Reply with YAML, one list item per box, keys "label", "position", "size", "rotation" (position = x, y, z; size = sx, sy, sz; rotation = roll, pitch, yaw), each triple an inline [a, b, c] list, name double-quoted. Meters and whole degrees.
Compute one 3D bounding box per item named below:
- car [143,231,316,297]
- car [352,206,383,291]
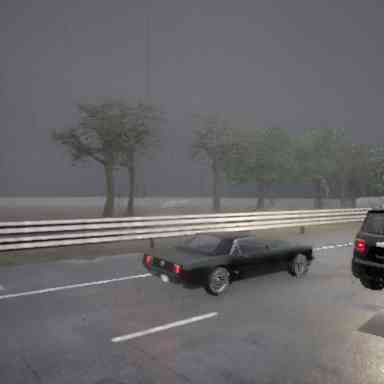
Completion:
- label: "car"
  position: [1.195, 1.702, 8.896]
  size: [4.718, 1.301, 1.895]
  rotation: [1, -1, -35]
- label: "car"
  position: [6.166, 1.327, 8.138]
  size: [5.566, 2.045, 2.150]
  rotation: [0, -1, -35]
